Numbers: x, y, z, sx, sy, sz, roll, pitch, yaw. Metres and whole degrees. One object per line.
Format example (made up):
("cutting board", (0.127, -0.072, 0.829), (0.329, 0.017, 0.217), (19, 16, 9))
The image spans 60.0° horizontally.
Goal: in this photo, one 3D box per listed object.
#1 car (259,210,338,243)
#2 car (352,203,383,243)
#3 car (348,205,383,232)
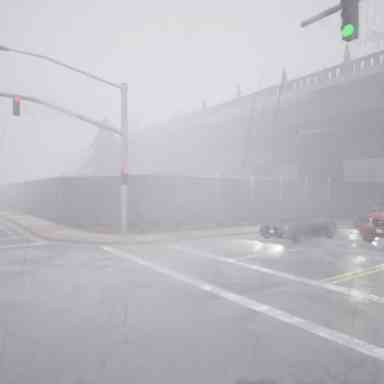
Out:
("car", (5.264, 1.613, 16.336), (4.181, 1.385, 1.994), (0, 0, -35))
("car", (10.054, 1.278, 15.458), (5.566, 2.045, 2.150), (0, 0, -36))
("car", (12.053, 1.626, 21.180), (4.181, 1.385, 1.994), (0, 0, -35))
